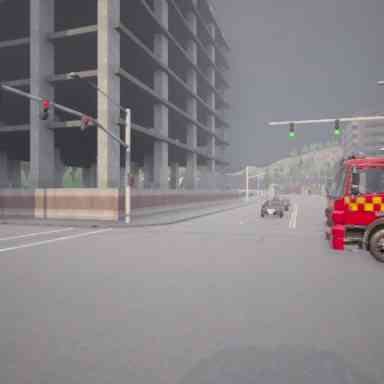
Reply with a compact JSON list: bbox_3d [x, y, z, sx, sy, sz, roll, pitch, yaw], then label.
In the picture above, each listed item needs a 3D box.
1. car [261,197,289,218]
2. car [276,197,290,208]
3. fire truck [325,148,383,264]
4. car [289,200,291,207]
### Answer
[{"bbox_3d":[7.420,1.489,30.427,2.128,1.511,4.902,0,0,18],"label":"car"},{"bbox_3d":[13.720,1.521,49.910,1.812,1.442,4.674,0,0,19],"label":"car"},{"bbox_3d":[8.936,0.341,10.758,8.468,3.827,2.891,0,0,17],"label":"fire truck"},{"bbox_3d":[10.445,1.349,39.784,2.097,1.767,4.553,0,0,18],"label":"car"}]
